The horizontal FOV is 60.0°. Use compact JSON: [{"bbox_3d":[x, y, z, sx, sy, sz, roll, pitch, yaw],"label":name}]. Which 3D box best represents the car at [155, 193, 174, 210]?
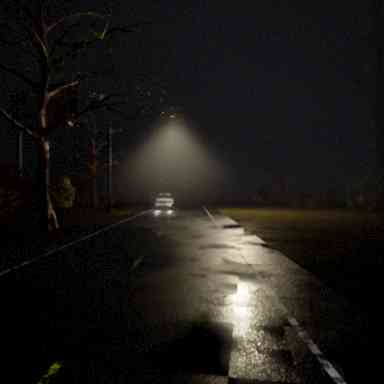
[{"bbox_3d":[-3.595,1.218,43.981,2.150,2.045,5.566,0,0,0],"label":"car"}]
